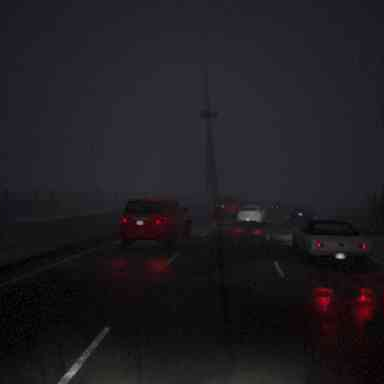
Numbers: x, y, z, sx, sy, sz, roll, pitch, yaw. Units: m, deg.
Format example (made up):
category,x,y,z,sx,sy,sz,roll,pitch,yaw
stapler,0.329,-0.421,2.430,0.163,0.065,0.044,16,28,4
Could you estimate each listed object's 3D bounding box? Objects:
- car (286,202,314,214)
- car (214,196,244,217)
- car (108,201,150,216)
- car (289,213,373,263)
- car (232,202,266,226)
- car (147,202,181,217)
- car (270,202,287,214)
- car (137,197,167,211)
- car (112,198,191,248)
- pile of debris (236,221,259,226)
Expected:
category,x,y,z,sx,sy,sz,roll,pitch,yaw
car,9.626,1.798,29.130,1.994,1.385,4.181,0,0,21
car,3.959,1.469,33.856,2.150,2.045,5.566,0,0,22
car,-6.674,1.719,35.917,2.128,1.511,4.902,0,-1,21
car,4.962,1.705,12.464,1.895,1.301,4.718,0,0,10
car,4.572,1.718,25.332,1.812,1.442,4.674,0,-1,17
car,-2.927,1.803,35.910,1.994,1.385,4.181,0,-1,23
car,10.950,1.865,40.567,2.033,1.411,5.357,0,0,27
car,-5.578,1.657,46.922,2.097,1.767,4.553,0,0,26
car,-1.545,1.325,15.730,2.150,2.045,5.566,0,0,11
pile of debris,4.208,2.363,24.982,1.500,0.140,1.860,0,0,18
